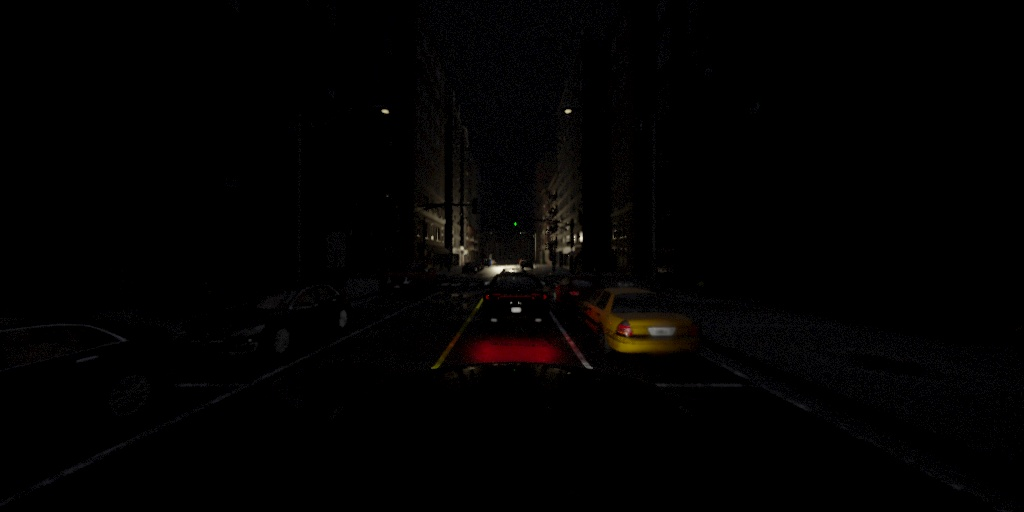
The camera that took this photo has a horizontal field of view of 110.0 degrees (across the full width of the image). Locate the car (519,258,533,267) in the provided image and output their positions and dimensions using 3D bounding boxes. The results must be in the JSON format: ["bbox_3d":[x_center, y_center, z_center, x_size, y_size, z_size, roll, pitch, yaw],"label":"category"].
[{"bbox_3d":[2.659,1.419,62.111,1.967,1.591,4.097,0,0,0],"label":"car"}]

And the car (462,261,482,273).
[{"bbox_3d":[-5.372,1.471,45.759,2.007,1.370,4.403,0,0,0],"label":"car"}]

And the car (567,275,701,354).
[{"bbox_3d":[2.640,1.302,8.629,1.751,1.417,4.829,0,0,0],"label":"car"}]

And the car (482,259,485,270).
[{"bbox_3d":[-5.370,1.486,51.213,1.888,1.381,4.507,0,0,0],"label":"car"}]

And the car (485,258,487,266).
[{"bbox_3d":[-5.368,1.486,56.497,1.751,1.417,4.829,0,0,0],"label":"car"}]

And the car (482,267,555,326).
[{"bbox_3d":[0.103,1.267,11.773,1.882,1.535,5.008,0,-1,0],"label":"car"}]

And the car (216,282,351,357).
[{"bbox_3d":[-5.385,1.327,8.471,2.007,1.370,4.403,0,0,0],"label":"car"}]

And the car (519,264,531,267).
[{"bbox_3d":[0.108,1.440,24.451,1.895,1.301,4.718,0,0,0],"label":"car"}]

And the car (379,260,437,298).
[{"bbox_3d":[-5.381,1.133,19.296,2.192,1.841,5.009,0,0,0],"label":"car"}]

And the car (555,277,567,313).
[{"bbox_3d":[2.642,1.379,13.871,1.802,1.307,4.207,0,0,0],"label":"car"}]

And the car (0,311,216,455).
[{"bbox_3d":[-5.387,1.306,3.058,2.007,1.370,4.403,0,0,0],"label":"car"}]
